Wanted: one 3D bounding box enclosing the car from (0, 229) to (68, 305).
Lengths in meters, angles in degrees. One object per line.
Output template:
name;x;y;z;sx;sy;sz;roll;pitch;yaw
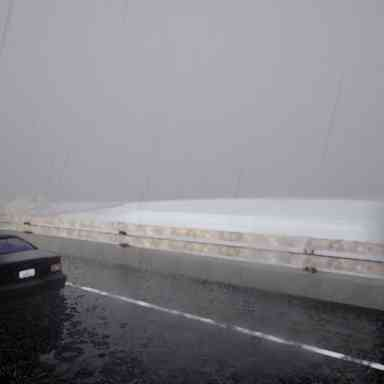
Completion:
car;-5.113;1.570;7.678;5.357;1.411;2.033;0;0;36
